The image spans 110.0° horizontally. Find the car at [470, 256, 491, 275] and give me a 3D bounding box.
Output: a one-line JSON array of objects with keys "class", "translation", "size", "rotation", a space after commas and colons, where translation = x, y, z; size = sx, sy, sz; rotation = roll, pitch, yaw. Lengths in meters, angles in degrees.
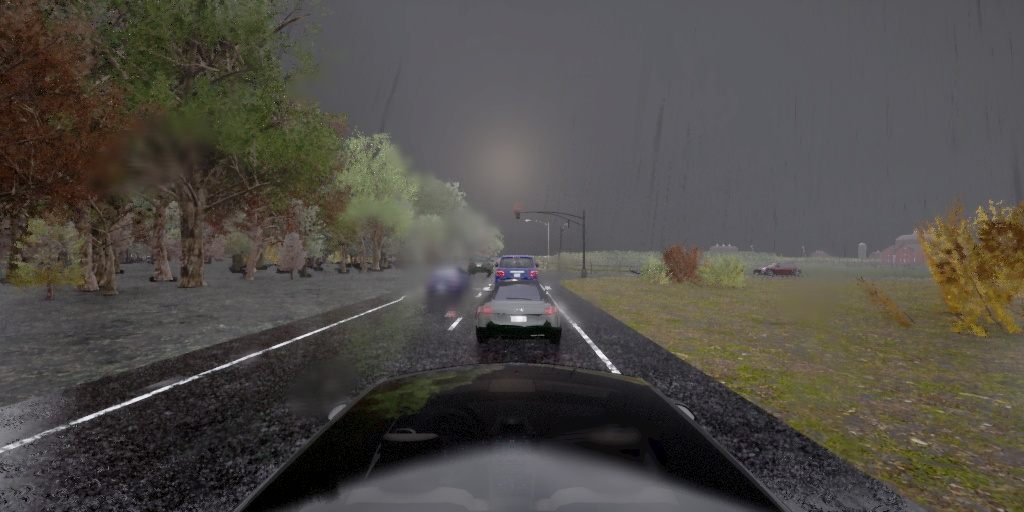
[{"class": "car", "translation": [-3.072, 0.980, 36.630], "size": [2.150, 2.045, 5.566], "rotation": [0, 0, 1]}]

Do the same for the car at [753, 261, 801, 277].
[{"class": "car", "translation": [30.858, 1.494, 41.870], "size": [4.553, 1.767, 2.097], "rotation": [1, -1, 1]}]

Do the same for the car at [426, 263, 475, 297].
[{"class": "car", "translation": [-3.241, 1.280, 18.917], "size": [1.812, 1.442, 4.674], "rotation": [0, 0, 1]}]

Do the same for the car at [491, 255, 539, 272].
[{"class": "car", "translation": [0.263, 0.976, 19.085], "size": [2.150, 2.045, 5.566], "rotation": [0, 0, 1]}]

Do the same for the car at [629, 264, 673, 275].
[{"class": "car", "translation": [16.332, 1.489, 42.168], "size": [4.892, 1.490, 1.837], "rotation": [1, -1, 3]}]

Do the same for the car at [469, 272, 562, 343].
[{"class": "car", "translation": [0.169, 1.316, 9.672], "size": [1.994, 1.385, 4.181], "rotation": [0, 0, 1]}]

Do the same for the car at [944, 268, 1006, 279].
[{"class": "car", "translation": [49.441, 1.849, 37.981], "size": [4.181, 1.385, 1.994], "rotation": [1, -1, 2]}]
